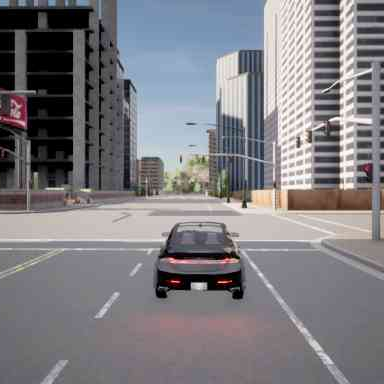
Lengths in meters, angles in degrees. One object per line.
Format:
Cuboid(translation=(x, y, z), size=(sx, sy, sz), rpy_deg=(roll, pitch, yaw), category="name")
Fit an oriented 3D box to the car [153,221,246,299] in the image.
Cuboid(translation=(0.207, 1.492, 8.440), size=(2.128, 1.511, 4.902), rpy_deg=(0, 0, 2), category="car")
